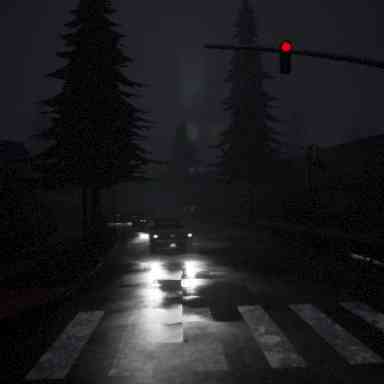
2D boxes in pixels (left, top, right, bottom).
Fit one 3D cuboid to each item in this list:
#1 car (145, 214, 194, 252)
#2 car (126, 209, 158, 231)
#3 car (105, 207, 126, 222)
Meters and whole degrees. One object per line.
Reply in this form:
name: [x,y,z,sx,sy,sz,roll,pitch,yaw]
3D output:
car: [-1.112,1.964,16.029,1.895,1.301,4.718,-1,-1,-9]
car: [-3.559,2.121,26.132,2.128,1.511,4.902,-1,-1,-18]
car: [-8.203,2.431,36.919,1.882,1.535,5.008,0,-2,-29]
